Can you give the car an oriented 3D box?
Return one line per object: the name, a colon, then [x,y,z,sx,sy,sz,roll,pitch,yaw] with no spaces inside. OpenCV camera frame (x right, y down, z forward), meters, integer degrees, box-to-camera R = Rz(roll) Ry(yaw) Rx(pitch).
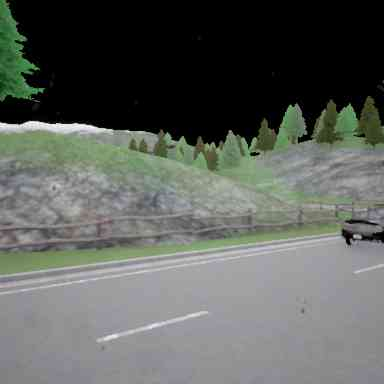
car: [8.269,1.492,14.066,4.902,1.511,2.128,0,0,-35]
